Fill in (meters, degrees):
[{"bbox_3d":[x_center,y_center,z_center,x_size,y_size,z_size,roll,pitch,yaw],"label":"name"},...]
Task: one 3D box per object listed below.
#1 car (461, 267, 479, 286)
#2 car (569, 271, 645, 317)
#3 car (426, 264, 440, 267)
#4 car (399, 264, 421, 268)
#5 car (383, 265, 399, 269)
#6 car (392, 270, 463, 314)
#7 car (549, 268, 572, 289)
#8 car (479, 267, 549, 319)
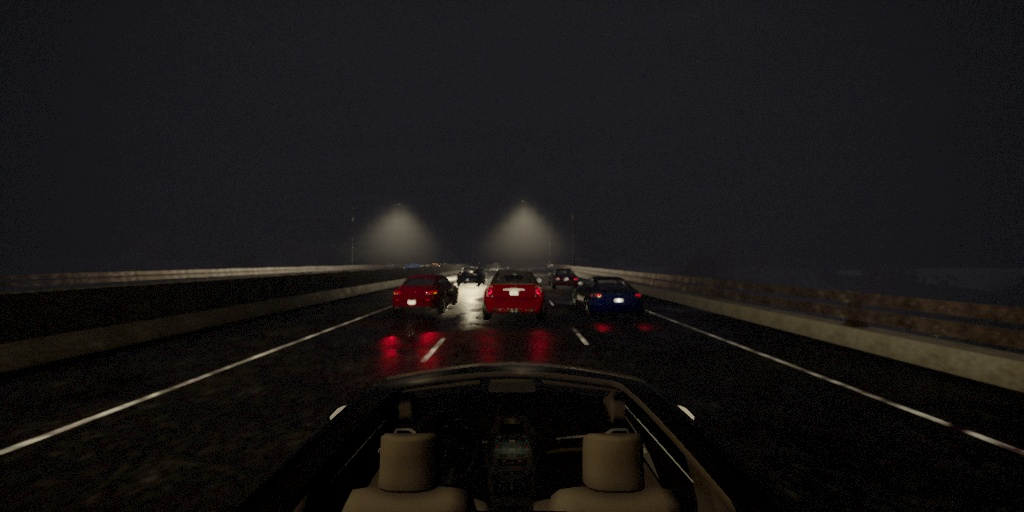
[{"bbox_3d":[-3.214,1.598,28.757,2.128,1.511,4.902,0,-1,2],"label":"car"},{"bbox_3d":[3.606,1.473,13.973,1.994,1.385,4.181,0,-1,1],"label":"car"},{"bbox_3d":[-13.029,2.022,59.522,1.882,1.535,5.008,0,-1,2],"label":"car"},{"bbox_3d":[-16.520,2.021,59.640,1.882,1.535,5.008,0,-1,2],"label":"car"},{"bbox_3d":[-20.012,2.108,59.824,1.994,1.385,4.181,0,-1,2],"label":"car"},{"bbox_3d":[-3.386,1.439,14.558,1.812,1.442,4.674,0,-1,1],"label":"car"},{"bbox_3d":[3.725,1.626,26.510,2.033,1.411,5.357,0,-1,1],"label":"car"},{"bbox_3d":[0.102,1.255,13.704,2.097,1.767,4.553,0,-1,1],"label":"car"}]
